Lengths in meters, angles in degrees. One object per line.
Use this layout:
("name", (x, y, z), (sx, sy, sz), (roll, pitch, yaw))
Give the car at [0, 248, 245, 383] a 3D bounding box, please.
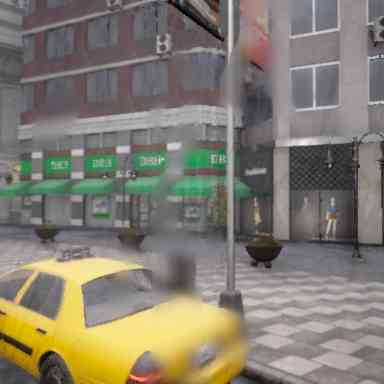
("car", (-1.884, 1.601, 4.877), (5.366, 1.575, 1.801), (-1, -2, 38))
